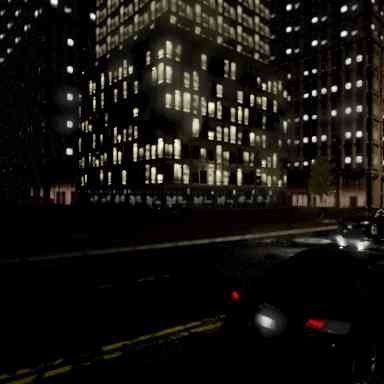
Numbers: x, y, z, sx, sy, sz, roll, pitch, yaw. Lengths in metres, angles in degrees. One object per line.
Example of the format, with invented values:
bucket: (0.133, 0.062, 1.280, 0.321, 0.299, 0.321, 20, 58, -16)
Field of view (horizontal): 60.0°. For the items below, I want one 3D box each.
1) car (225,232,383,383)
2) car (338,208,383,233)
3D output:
car: (2.545, 1.618, 5.363, 4.181, 1.385, 1.994, 1, 0, -36)
car: (10.711, 1.706, 20.113, 4.902, 1.511, 2.128, 1, 0, -39)
